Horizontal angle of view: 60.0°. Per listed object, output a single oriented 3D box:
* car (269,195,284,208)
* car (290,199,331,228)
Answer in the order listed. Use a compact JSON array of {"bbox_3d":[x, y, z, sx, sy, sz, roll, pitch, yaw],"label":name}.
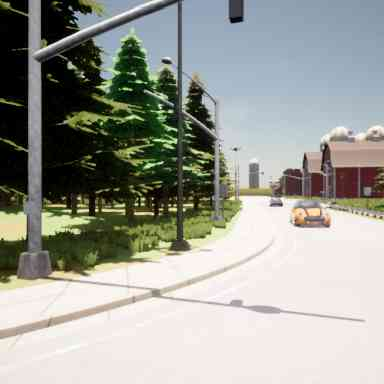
[{"bbox_3d":[12.579,1.544,49.880,2.033,1.411,5.357,0,0,9],"label":"car"},{"bbox_3d":[7.814,1.351,22.275,2.097,1.767,4.553,0,0,11],"label":"car"}]
